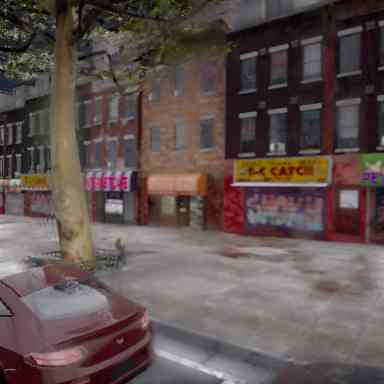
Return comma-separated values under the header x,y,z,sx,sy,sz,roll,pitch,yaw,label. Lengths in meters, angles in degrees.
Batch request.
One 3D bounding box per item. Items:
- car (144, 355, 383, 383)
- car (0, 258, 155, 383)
x,y,z,sx,sy,sz,roll,pitch,yaw,label
2.146,1.551,1.262,4.403,1.369,2.008,0,1,36,car
-2.368,1.583,4.483,4.206,1.307,1.802,0,1,36,car
